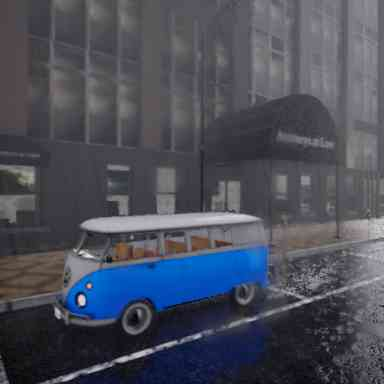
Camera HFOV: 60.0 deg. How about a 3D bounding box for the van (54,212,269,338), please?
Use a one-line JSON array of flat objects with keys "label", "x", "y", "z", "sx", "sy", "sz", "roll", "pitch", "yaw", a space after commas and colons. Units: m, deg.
[{"label": "van", "x": -0.338, "y": 1.326, "z": 6.299, "sx": 3.998, "sy": 1.788, "sz": 1.690, "roll": 0, "pitch": 1, "yaw": -35}]
